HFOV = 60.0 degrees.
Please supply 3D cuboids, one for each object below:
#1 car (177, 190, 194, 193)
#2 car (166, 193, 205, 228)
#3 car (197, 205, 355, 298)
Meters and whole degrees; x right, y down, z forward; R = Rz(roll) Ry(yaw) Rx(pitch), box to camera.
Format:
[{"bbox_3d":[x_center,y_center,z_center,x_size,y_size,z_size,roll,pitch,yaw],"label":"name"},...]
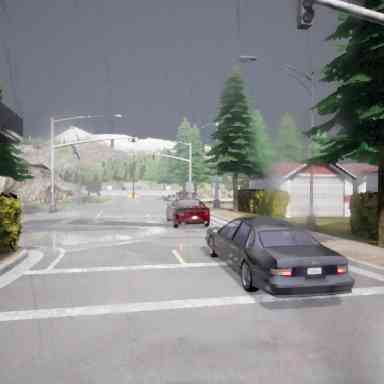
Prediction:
[{"bbox_3d":[-0.967,0.386,70.291,4.902,1.511,2.128,0,1,-11],"label":"car"},{"bbox_3d":[-0.327,1.059,18.982,1.882,1.535,5.008,-1,2,-11],"label":"car"},{"bbox_3d":[1.775,1.366,8.601,2.033,1.411,5.357,0,3,-11],"label":"car"}]
